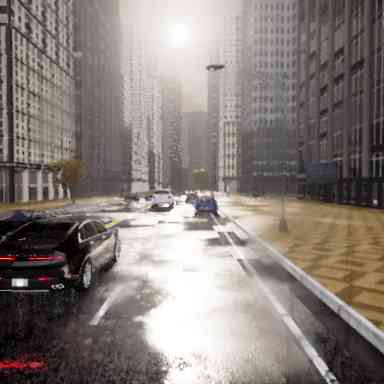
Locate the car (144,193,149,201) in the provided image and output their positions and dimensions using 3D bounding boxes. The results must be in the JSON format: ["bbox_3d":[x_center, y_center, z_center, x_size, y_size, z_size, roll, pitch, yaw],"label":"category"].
[{"bbox_3d":[-6.557,0.778,54.104,1.994,1.385,4.181,0,1,0],"label":"car"}]

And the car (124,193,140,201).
[{"bbox_3d":[-9.791,0.774,54.431,1.994,1.385,4.181,0,1,1],"label":"car"}]

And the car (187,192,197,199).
[{"bbox_3d":[-0.001,0.637,64.496,1.994,1.385,4.181,0,1,0],"label":"car"}]

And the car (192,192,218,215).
[{"bbox_3d":[1.137,1.071,27.985,1.882,1.535,5.008,0,1,0],"label":"car"}]

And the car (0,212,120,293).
[{"bbox_3d":[-3.149,1.379,8.511,1.837,1.490,4.892,0,1,0],"label":"car"}]

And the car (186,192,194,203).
[{"bbox_3d":[0.021,0.806,49.591,1.812,1.442,4.674,0,1,0],"label":"car"}]

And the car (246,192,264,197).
[{"bbox_3d":[15.918,0.618,83.481,4.403,1.369,2.008,1,1,-1],"label":"car"}]

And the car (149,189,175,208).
[{"bbox_3d":[-3.152,0.682,37.124,2.150,2.045,5.566,0,1,0],"label":"car"}]

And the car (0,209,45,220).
[{"bbox_3d":[-6.598,1.376,12.825,1.994,1.385,4.181,0,1,0],"label":"car"}]
